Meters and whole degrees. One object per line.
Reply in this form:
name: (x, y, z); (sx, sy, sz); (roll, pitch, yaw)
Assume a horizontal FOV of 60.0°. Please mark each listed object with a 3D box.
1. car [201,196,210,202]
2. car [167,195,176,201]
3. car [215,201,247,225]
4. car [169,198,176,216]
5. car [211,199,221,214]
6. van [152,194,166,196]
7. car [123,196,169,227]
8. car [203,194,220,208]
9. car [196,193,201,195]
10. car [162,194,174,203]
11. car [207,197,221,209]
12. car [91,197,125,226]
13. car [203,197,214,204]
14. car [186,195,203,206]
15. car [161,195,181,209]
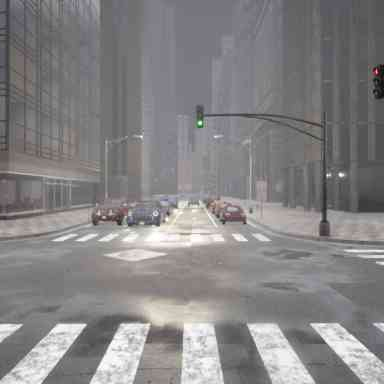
car: (3.166, 1.612, 80.090); (1.947, 1.339, 4.313); (0, 0, 0)
car: (-5.330, 1.491, 85.737); (1.967, 1.590, 4.097); (0, 0, 0)
car: (2.883, 1.589, 23.908); (1.802, 1.307, 4.206); (0, 0, 0)
car: (-2.934, 1.559, 32.407); (2.033, 1.411, 5.357); (0, 0, 0)
car: (2.912, 1.592, 29.526); (1.802, 1.307, 4.206); (0, 0, 0)
van: (-5.500, 1.364, 52.025); (1.690, 1.788, 3.998); (0, 0, 0)
car: (-3.038, 1.358, 22.868); (2.097, 1.767, 4.553); (0, 0, 2)
car: (2.997, 1.334, 46.381); (2.192, 1.841, 5.009); (0, 0, 0)
car: (0.325, 1.537, 64.570); (1.837, 1.490, 4.892); (0, 0, 0)
car: (-5.387, 1.356, 74.500); (2.192, 1.841, 5.009); (0, 0, 0)
car: (2.940, 1.557, 35.144); (1.887, 1.381, 4.507); (0, 0, 0)
car: (-5.641, 1.322, 23.931); (2.192, 1.841, 5.009); (0, 0, 0)
car: (3.081, 1.597, 63.236); (1.947, 1.339, 4.313); (0, 0, 0)
car: (0.273, 1.572, 54.156); (2.033, 1.411, 5.357); (0, 0, 0)
car: (-2.863, 1.496, 45.063); (1.882, 1.535, 5.008); (0, 0, 0)
